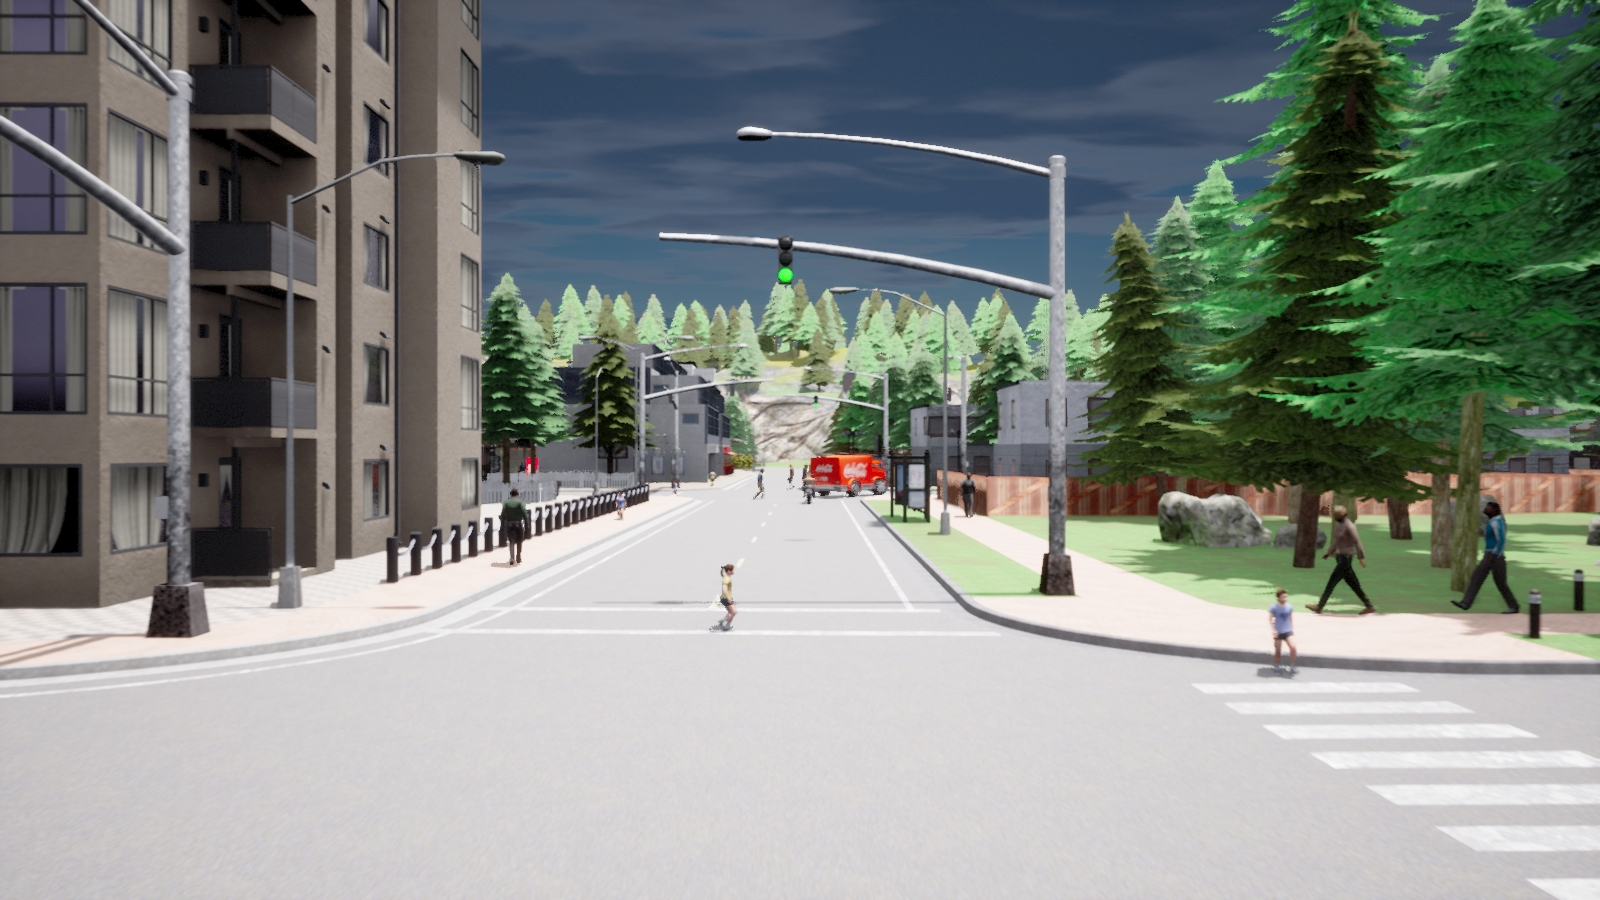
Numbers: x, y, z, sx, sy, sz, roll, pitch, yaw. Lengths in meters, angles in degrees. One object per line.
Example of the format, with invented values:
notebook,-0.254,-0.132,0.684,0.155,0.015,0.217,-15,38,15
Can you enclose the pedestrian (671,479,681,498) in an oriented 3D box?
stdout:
pedestrian,-7.091,2.204,65.286,0.500,1.100,0.500,0,0,-17

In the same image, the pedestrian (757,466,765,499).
pedestrian,-2.196,1.818,64.374,0.375,1.860,0.375,0,0,18

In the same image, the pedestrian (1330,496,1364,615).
pedestrian,8.663,1.660,18.105,0.375,1.860,0.375,0,0,6

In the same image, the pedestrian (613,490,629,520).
pedestrian,-6.686,2.052,42.660,0.500,1.100,0.500,0,0,-1

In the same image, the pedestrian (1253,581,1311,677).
pedestrian,5.948,2.200,14.122,0.500,1.100,0.500,0,0,0

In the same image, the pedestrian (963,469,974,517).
pedestrian,6.532,1.669,44.293,0.375,1.860,0.375,0,0,-1

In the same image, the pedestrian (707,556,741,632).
pedestrian,-1.175,2.206,17.598,0.500,1.100,0.500,0,0,-5

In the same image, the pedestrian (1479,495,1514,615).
pedestrian,11.030,1.659,18.096,0.375,1.860,0.375,0,0,13

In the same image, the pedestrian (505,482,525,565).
pedestrian,-6.498,1.672,26.087,0.375,1.860,0.375,0,0,-2

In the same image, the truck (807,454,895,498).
truck,3.105,1.534,68.775,2.627,2.467,5.204,-1,0,40
